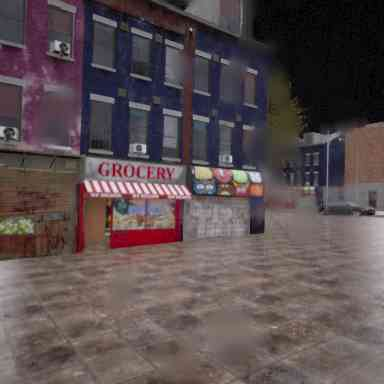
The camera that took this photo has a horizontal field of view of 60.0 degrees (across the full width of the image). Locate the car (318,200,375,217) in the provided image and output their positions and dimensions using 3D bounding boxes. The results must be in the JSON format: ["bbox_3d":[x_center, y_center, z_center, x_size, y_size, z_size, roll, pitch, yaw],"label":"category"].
[{"bbox_3d":[14.077,1.537,30.529,1.882,1.535,5.008,2,-2,-35],"label":"car"}]
